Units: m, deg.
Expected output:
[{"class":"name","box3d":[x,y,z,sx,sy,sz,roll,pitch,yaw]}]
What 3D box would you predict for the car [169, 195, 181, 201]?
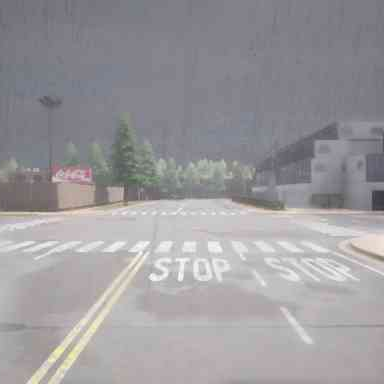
[{"class":"car","box3d":[-4.223,1.522,84.423,2.128,1.511,4.902,0,0,17]}]
